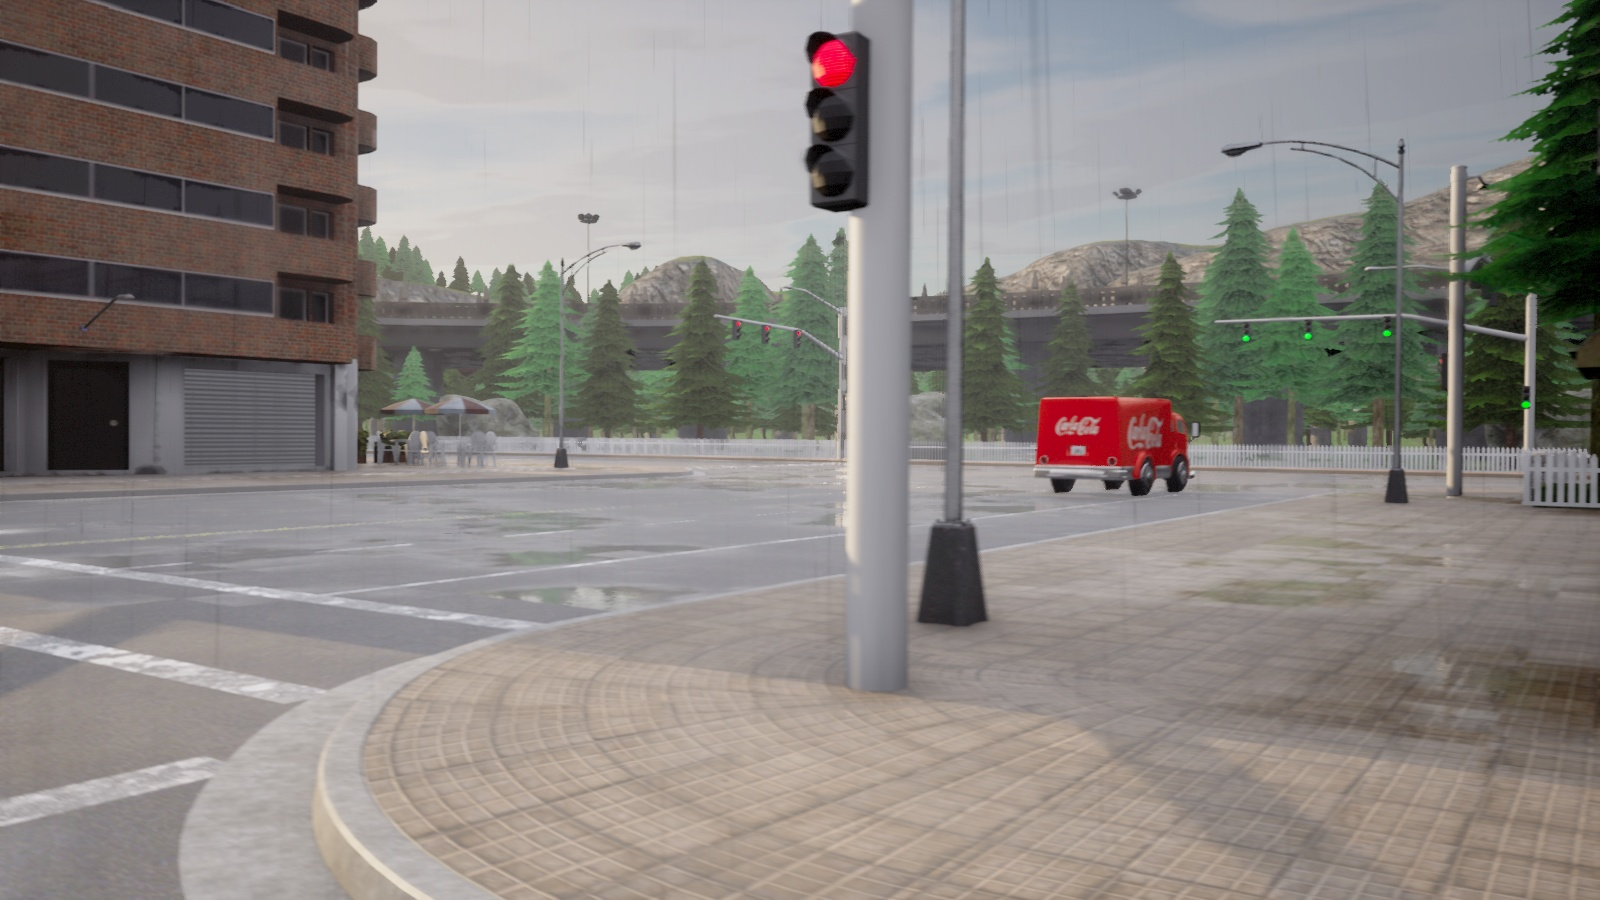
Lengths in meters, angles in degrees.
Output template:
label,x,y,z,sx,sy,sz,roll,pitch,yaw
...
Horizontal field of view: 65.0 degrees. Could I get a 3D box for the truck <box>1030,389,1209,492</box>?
label,x,y,z,sx,sy,sz,roll,pitch,yaw
truck,8.456,-0.264,32.879,2.627,2.467,5.204,0,1,39
